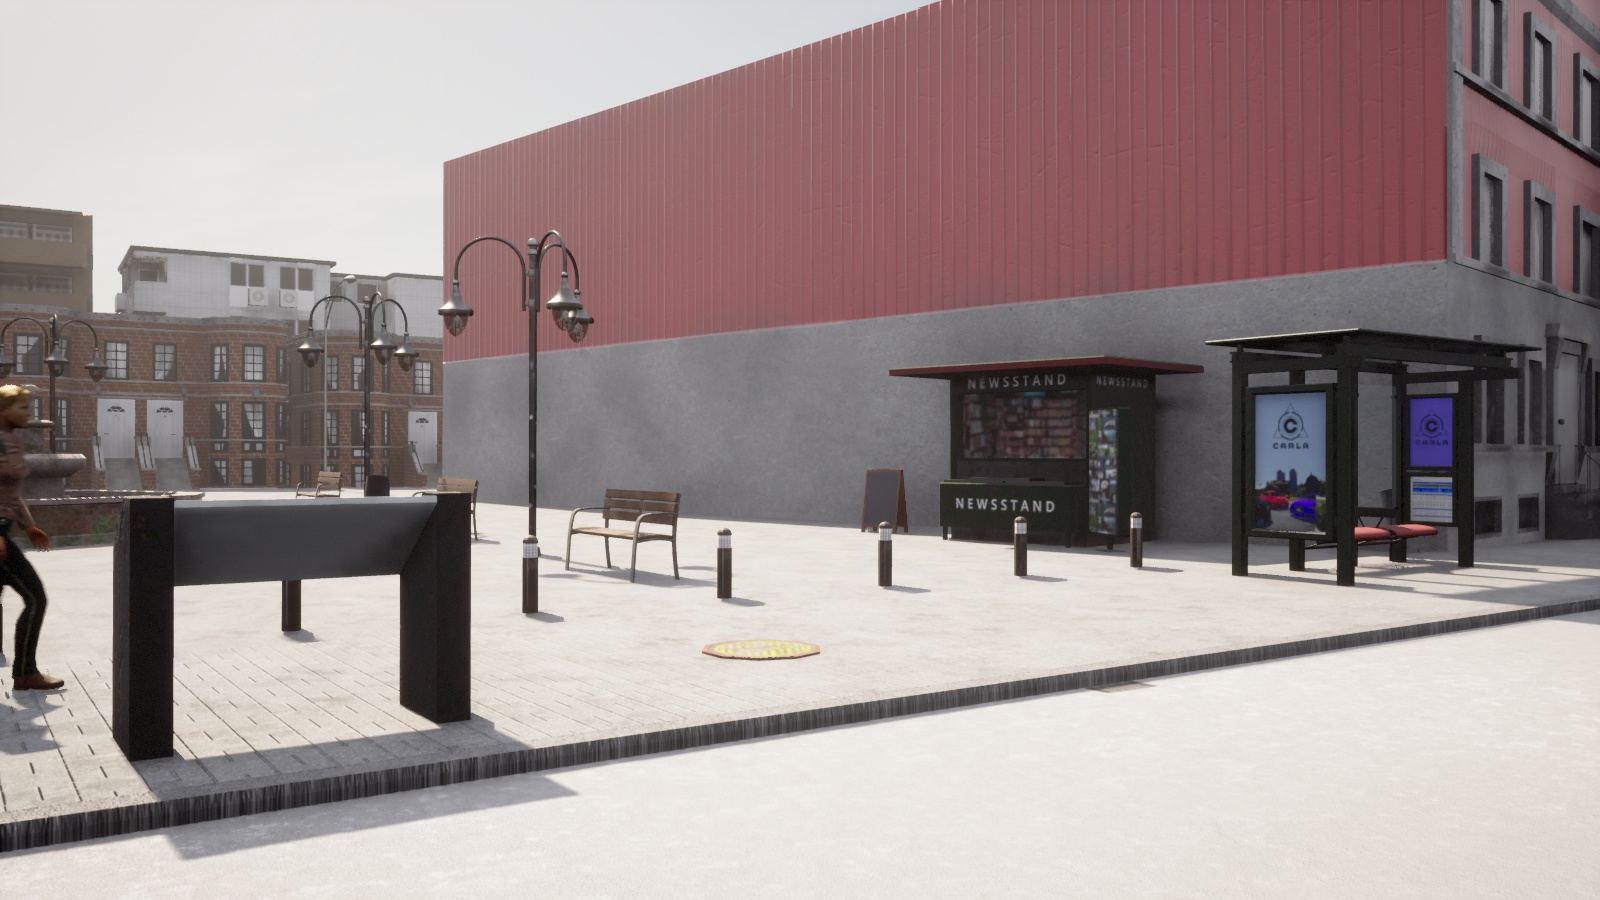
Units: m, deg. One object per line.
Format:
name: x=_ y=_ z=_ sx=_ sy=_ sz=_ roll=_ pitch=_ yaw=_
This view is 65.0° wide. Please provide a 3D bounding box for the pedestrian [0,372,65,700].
pedestrian: x=-4.615 y=0.482 z=7.204 sx=0.634 sy=1.846 sz=0.331 roll=0 pitch=0 yaw=-20
